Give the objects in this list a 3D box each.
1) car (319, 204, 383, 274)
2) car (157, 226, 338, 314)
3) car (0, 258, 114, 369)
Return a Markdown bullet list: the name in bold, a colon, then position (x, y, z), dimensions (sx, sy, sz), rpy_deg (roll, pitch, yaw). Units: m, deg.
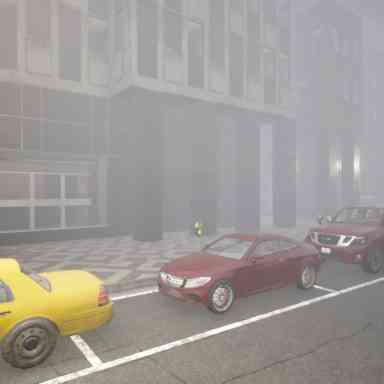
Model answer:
- **car**: position (5.793, 1.321, 10.773), dimensions (5.009, 1.841, 2.192), rpy_deg (0, 0, -35)
- **car**: position (1.229, 1.585, 7.523), dimensions (4.206, 1.307, 1.802), rpy_deg (0, 0, -35)
- **car**: position (-3.473, 1.525, 4.175), dimensions (4.829, 1.417, 1.752), rpy_deg (0, 0, -35)
